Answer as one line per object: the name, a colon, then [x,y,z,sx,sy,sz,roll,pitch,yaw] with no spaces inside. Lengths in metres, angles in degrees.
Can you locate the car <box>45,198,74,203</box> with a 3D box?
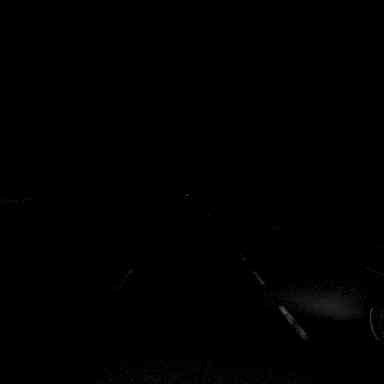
car: [-17.488,1.523,45.014,1.882,1.535,5.008,0,0,0]

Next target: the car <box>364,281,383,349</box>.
car: [3.605,1.532,3.271,1.812,1.442,4.674,0,0,0]

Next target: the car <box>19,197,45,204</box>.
car: [-20.986,1.684,45.174,1.895,1.301,4.718,0,0,0]

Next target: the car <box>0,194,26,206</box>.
car: [-24.486,1.269,45.154,2.150,2.045,5.566,0,0,0]
